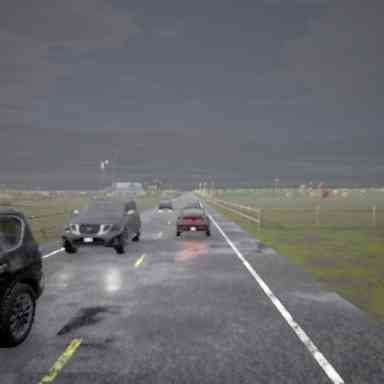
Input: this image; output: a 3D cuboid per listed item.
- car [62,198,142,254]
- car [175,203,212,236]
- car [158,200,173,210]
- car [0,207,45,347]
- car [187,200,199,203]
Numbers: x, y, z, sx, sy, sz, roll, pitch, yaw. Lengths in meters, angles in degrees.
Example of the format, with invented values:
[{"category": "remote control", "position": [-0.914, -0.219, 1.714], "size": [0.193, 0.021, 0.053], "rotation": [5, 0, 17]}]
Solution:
[{"category": "car", "position": [-3.543, 1.299, 14.221], "size": [2.150, 2.045, 5.566], "rotation": [0, 0, 1]}, {"category": "car", "position": [0.074, 1.608, 19.158], "size": [1.837, 1.490, 4.892], "rotation": [0, 0, 0]}, {"category": "car", "position": [-3.570, 1.768, 46.121], "size": [2.033, 1.411, 5.357], "rotation": [0, 0, 0]}, {"category": "car", "position": [-3.589, 1.242, 3.451], "size": [2.150, 2.045, 5.566], "rotation": [0, 0, 0]}, {"category": "car", "position": [0.092, 1.691, 40.819], "size": [2.128, 1.511, 4.902], "rotation": [0, 0, 0]}]
